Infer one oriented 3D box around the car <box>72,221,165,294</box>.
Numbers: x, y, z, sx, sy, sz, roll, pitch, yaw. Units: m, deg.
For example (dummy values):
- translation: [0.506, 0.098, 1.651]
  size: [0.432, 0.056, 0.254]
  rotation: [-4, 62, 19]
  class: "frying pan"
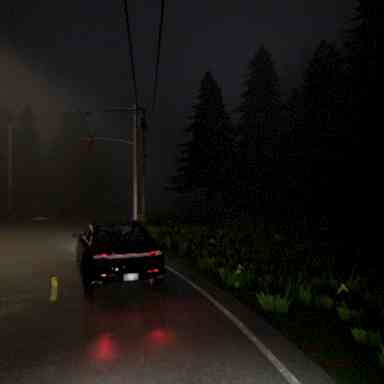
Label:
- translation: [-2.147, 1.552, 9.143]
  size: [2.128, 1.511, 4.902]
  rotation: [0, 0, -21]
  class: "car"
